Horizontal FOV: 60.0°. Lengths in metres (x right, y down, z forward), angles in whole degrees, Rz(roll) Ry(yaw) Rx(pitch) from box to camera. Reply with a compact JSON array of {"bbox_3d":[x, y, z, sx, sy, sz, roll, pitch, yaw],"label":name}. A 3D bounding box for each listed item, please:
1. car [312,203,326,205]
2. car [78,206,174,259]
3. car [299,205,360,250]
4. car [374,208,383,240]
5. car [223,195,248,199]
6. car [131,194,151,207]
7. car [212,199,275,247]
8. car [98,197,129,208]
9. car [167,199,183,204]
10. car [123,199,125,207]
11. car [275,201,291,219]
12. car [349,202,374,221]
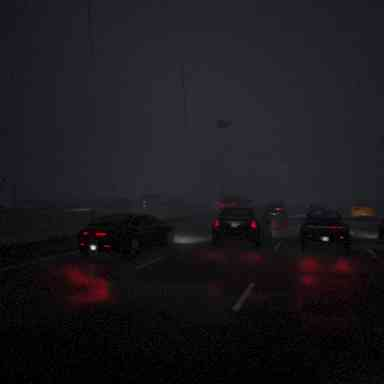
[{"bbox_3d":[11.289,1.695,29.665,1.994,1.385,4.181,0,0,20],"label":"car"},{"bbox_3d":[-2.307,1.526,12.885,1.837,1.490,4.892,0,0,20],"label":"car"},{"bbox_3d":[5.857,1.558,14.783,2.128,1.511,4.902,0,0,20],"label":"car"},{"bbox_3d":[9.481,1.610,14.513,1.812,1.442,4.674,0,0,20],"label":"car"},{"bbox_3d":[4.170,1.318,30.579,2.150,2.045,5.566,0,0,20],"label":"car"},{"bbox_3d":[-5.917,1.301,44.304,2.150,2.045,5.566,0,0,20],"label":"car"},{"bbox_3d":[2.503,1.405,15.801,2.097,1.767,4.553,0,0,20],"label":"car"},{"bbox_3d":[-11.517,1.557,49.353,2.128,1.511,4.902,0,0,20],"label":"car"},{"bbox_3d":[-2.281,1.588,44.052,2.128,1.511,4.902,0,0,20],"label":"car"},{"bbox_3d":[-9.055,1.669,45.915,1.895,1.301,4.718,0,0,20],"label":"car"},{"bbox_3d":[7.810,1.620,30.343,1.837,1.490,4.892,0,0,20],"label":"car"},{"bbox_3d":[14.911,1.626,29.371,1.882,1.535,5.008,0,0,20],"label":"car"}]
